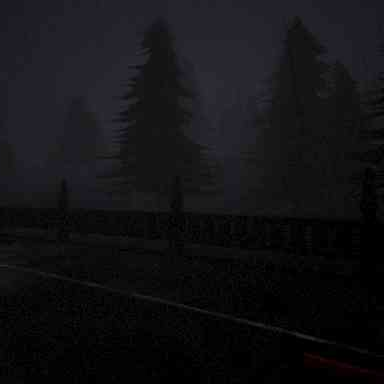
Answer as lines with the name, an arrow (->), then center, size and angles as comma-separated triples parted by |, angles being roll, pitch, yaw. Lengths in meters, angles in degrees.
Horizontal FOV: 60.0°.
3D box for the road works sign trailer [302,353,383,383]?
road works sign trailer -> 2.385, 0.489, 2.781 | 2.880, 3.560, 2.380 | 0, 0, 35
